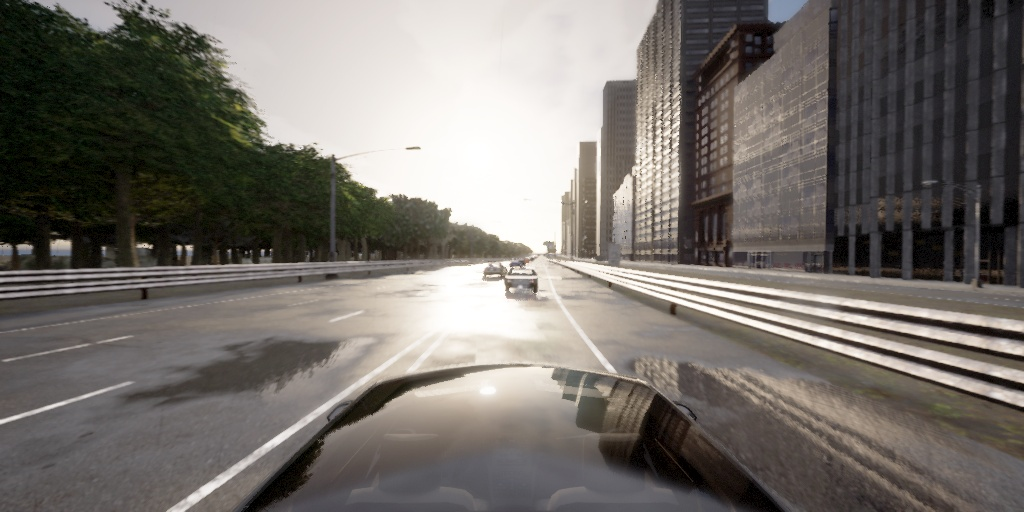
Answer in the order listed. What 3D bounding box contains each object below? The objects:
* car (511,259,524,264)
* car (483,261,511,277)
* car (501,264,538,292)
[{"bbox_3d":[0.619,1.363,63.135,1.812,1.442,4.674,1,0,5],"label":"car"},{"bbox_3d":[-1.649,1.326,35.255,2.033,1.411,5.357,1,0,5],"label":"car"},{"bbox_3d":[0.656,1.384,21.780,1.895,1.301,4.718,0,0,5],"label":"car"}]
